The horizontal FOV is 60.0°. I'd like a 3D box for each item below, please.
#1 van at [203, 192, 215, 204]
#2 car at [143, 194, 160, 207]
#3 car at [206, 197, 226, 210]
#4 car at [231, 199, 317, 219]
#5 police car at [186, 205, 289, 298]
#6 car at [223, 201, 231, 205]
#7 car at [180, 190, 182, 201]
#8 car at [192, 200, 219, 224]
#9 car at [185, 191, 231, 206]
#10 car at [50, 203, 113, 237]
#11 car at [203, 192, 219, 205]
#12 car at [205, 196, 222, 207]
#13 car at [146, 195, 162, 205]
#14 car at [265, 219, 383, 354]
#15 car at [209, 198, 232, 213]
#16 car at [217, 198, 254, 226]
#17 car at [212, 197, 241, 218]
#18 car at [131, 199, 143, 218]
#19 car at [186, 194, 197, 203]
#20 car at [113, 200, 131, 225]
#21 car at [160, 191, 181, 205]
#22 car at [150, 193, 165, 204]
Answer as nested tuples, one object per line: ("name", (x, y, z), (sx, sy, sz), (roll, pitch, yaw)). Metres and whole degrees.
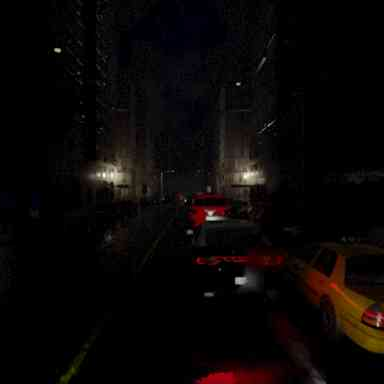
("van", (2.794, 0.963, 55.771), (1.690, 1.788, 3.998), (0, 0, 0))
("car", (-5.720, 1.278, 44.708), (1.802, 1.307, 4.206), (0, 0, 0))
("car", (2.812, 1.285, 39.202), (2.008, 1.369, 4.403), (0, 0, 0))
("car", (2.844, 1.236, 11.582), (2.192, 1.841, 5.009), (0, 0, 0))
("police car", (0.888, 1.367, 8.548), (1.930, 1.638, 5.238), (0, 0, 0))
("car", (2.837, 1.408, 17.278), (1.752, 1.417, 4.829), (0, 0, 0))
("car", (-3.076, 0.777, 65.400), (2.150, 2.045, 5.566), (0, 0, 0))
("car", (0.871, 1.360, 24.438), (1.812, 1.442, 4.674), (0, 0, 0))
("car", (0.878, 1.097, 18.466), (2.150, 2.045, 5.566), (0, 0, 0))
("car", (-5.688, 1.428, 17.083), (1.887, 1.381, 4.507), (0, 0, 0))
("car", (2.800, 0.974, 50.247), (2.192, 1.841, 5.009), (0, 0, 0))
("car", (2.806, 1.263, 44.725), (1.947, 1.339, 4.313), (0, 0, 0))
("car", (-5.726, 1.225, 50.232), (1.947, 1.339, 4.313), (0, 0, 0))
("car", (2.850, 1.483, 6.231), (1.752, 1.417, 4.829), (0, 0, 0))
("car", (2.819, 1.322, 33.678), (2.008, 1.369, 4.403), (0, 0, 0))
("car", (2.831, 1.286, 22.631), (1.967, 1.590, 4.097), (0, 0, 0))
("car", (2.825, 1.249, 28.154), (1.967, 1.590, 4.097), (0, 0, 0))
("car", (-5.701, 1.374, 28.133), (1.947, 1.339, 4.313), (0, 0, 0))
("car", (-0.069, 1.122, 59.560), (1.812, 1.442, 4.674), (0, 0, 0))
("car", (-5.695, 1.412, 22.608), (1.947, 1.339, 4.313), (0, 0, 0))
("car", (-3.137, 1.019, 49.062), (2.097, 1.767, 4.553), (0, 0, 0))
("car", (-5.732, 1.062, 55.756), (1.967, 1.590, 4.097), (0, 0, 0))
